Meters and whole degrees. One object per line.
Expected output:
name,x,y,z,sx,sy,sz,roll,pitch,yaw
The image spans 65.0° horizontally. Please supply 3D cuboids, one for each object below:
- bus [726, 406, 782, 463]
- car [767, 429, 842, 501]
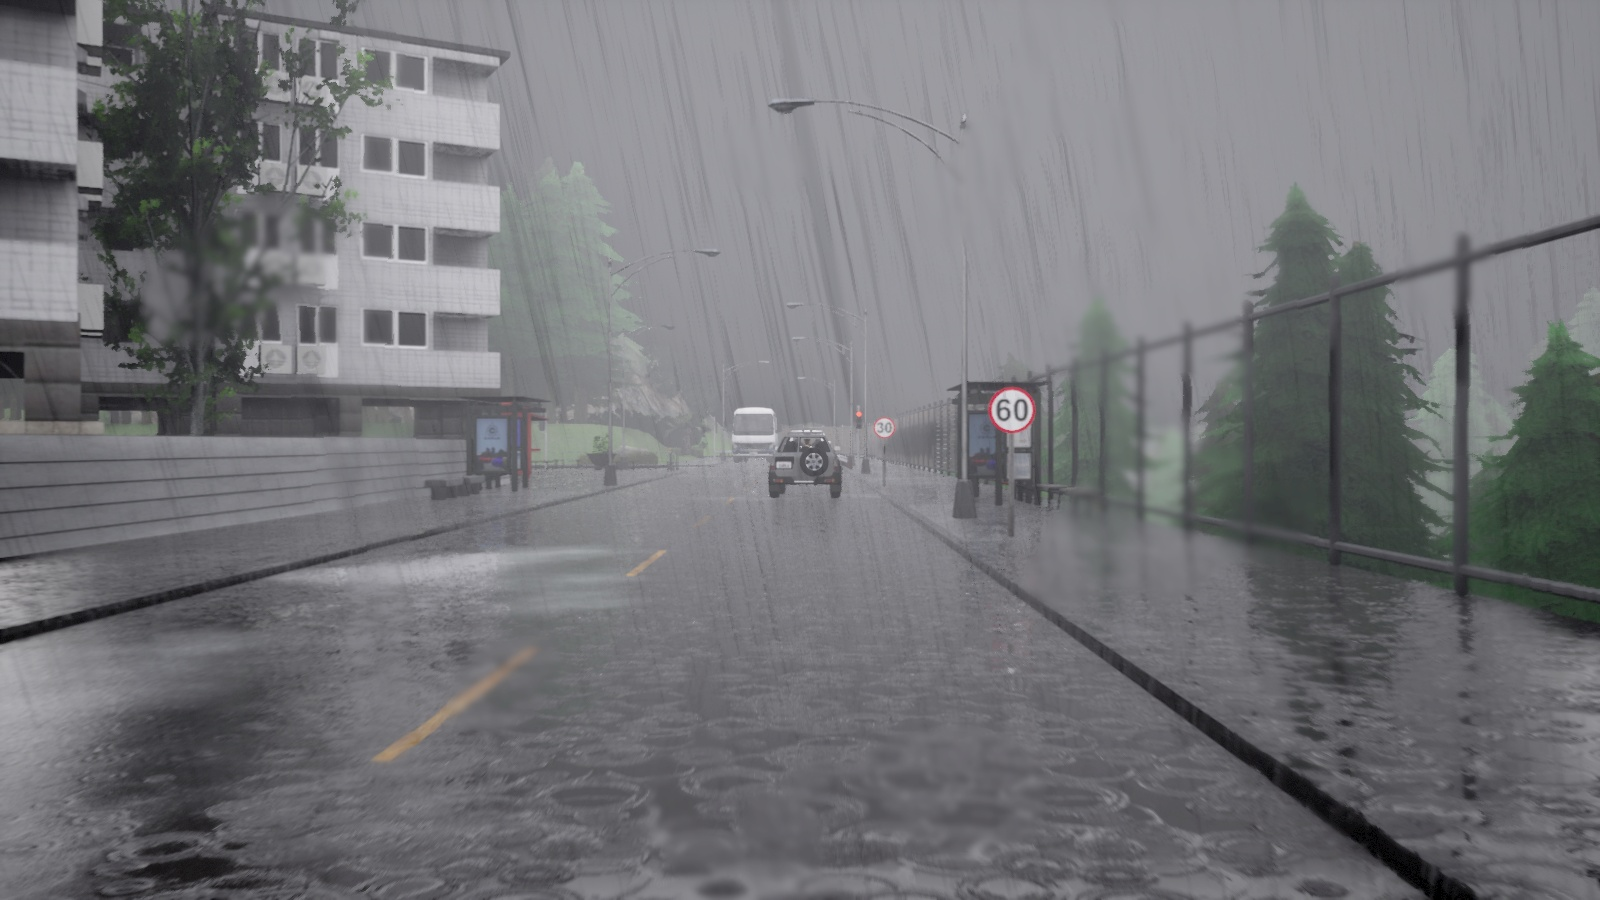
bus,-3.462,-1.186,98.130,3.944,4.253,10.273,0,0,0
car,0.189,0.367,34.876,1.932,1.855,4.605,0,0,2
